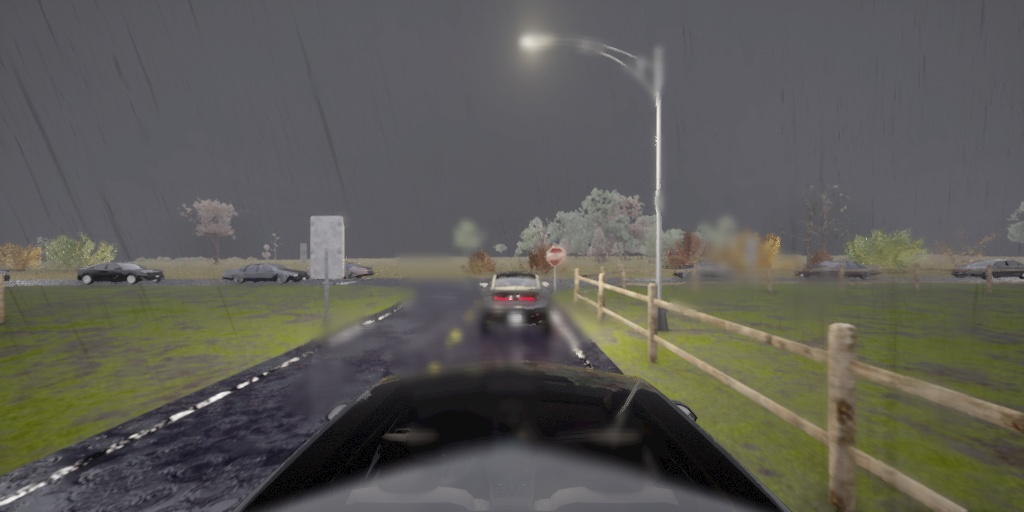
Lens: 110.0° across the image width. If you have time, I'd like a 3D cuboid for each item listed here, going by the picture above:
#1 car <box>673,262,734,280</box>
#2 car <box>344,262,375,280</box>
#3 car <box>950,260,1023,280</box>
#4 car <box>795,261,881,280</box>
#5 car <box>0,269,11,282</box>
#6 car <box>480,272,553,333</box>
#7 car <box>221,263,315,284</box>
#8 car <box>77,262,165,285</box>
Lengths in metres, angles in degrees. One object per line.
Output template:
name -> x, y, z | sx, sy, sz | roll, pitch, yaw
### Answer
car -> 14.908, 1.133, 28.031 | 4.181, 1.385, 1.994 | 0, 0, 0
car -> -13.851, 1.189, 28.505 | 5.357, 1.411, 2.033 | 0, 0, -2
car -> 37.189, 1.037, 27.829 | 4.892, 1.490, 1.837 | -1, 0, 1
car -> 25.352, 1.095, 27.940 | 5.357, 1.411, 2.033 | 0, 0, 1
car -> -38.951, 1.225, 25.538 | 4.902, 1.511, 2.128 | 0, 0, 1
car -> 0.103, 1.205, 10.608 | 1.837, 1.490, 4.892 | 0, 0, 0
car -> -17.324, 1.218, 25.345 | 5.357, 1.411, 2.033 | 0, 0, 1
car -> -27.635, 1.177, 25.435 | 5.008, 1.535, 1.882 | 0, 0, 0
